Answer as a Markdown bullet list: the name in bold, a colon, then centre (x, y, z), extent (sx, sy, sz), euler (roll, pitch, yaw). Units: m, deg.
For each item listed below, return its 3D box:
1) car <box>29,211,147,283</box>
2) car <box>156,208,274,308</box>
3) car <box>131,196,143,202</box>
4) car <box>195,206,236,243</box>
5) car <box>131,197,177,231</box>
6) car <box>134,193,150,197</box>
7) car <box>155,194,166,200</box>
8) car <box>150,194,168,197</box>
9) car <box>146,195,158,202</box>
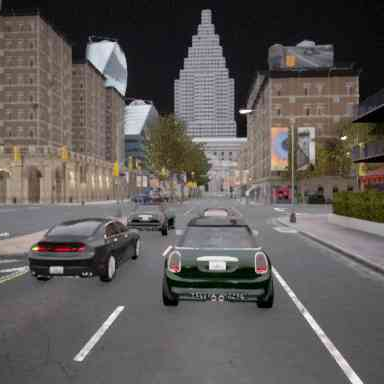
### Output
- **car**: centre (-2.811, 1.501, 9.738), extent (1.837, 1.490, 4.892), euler (0, -1, 4)
- **car**: centre (0.606, 1.351, 8.124), extent (2.097, 1.767, 4.553), euler (0, 0, 4)
- **car**: centre (-12.865, 1.586, 78.121), extent (1.895, 1.301, 4.718), euler (0, 0, 4)
- **car**: centre (1.242, 1.524, 17.147), extent (1.812, 1.442, 4.674), euler (0, 0, 5)
- **car**: centre (-2.173, 1.350, 18.708), extent (2.097, 1.767, 4.553), euler (0, 0, 4)
- **car**: centre (-10.251, 1.217, 69.000), extent (2.150, 2.045, 5.566), euler (0, 0, 4)
- **car**: centre (-8.659, 1.344, 91.547), extent (2.097, 1.767, 4.553), euler (0, 0, 4)
- **car**: centre (-6.795, 1.470, 68.290), extent (1.882, 1.535, 5.008), euler (0, 0, 4)
- **car**: centre (-9.515, 1.531, 79.432), extent (2.033, 1.411, 5.357), euler (0, 0, 4)
